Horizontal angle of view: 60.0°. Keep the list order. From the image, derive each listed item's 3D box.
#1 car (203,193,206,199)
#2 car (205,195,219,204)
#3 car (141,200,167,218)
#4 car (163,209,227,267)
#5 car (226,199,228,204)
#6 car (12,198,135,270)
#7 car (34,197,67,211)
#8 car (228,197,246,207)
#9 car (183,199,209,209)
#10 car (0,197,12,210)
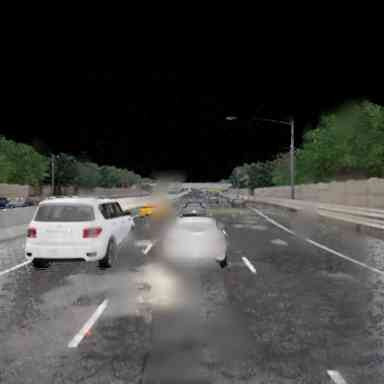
[{"bbox_3d":[4.380,1.611,93.163,2.033,1.411,5.357,0,0,1],"label":"car"},{"bbox_3d":[3.881,1.531,61.233,1.812,1.442,4.674,0,0,1],"label":"car"},{"bbox_3d":[-3.310,1.458,29.597,1.882,1.535,5.008,0,0,0],"label":"car"},{"bbox_3d":[0.115,1.518,11.274,1.812,1.442,4.674,0,0,0],"label":"car"},{"bbox_3d":[7.374,1.607,60.781,1.895,1.301,4.718,0,0,1],"label":"car"},{"bbox_3d":[-3.386,1.212,11.157,2.150,2.045,5.566,0,0,0],"label":"car"},{"bbox_3d":[-17.413,1.456,41.161,1.882,1.535,5.008,0,0,1],"label":"car"},{"bbox_3d":[7.120,1.483,51.212,2.128,1.511,4.902,0,0,2],"label":"car"},{"bbox_3d":[0.186,1.545,28.735,1.994,1.385,4.181,0,0,0],"label":"car"},{"bbox_3d":[-20.836,1.541,40.492,1.994,1.385,4.181,0,0,0],"label":"car"}]
